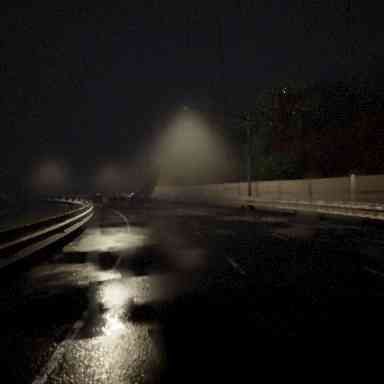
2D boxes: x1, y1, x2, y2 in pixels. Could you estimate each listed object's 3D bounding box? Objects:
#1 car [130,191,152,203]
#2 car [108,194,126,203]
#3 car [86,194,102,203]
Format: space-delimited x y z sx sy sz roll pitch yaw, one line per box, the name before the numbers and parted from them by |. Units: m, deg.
car | -8.805 0.844 57.197 2.150 2.045 5.566 -1 0 -31
car | -12.948 1.151 57.140 2.128 1.511 4.902 -1 0 -32
car | -16.748 1.200 56.574 1.837 1.490 4.892 0 -1 -33
